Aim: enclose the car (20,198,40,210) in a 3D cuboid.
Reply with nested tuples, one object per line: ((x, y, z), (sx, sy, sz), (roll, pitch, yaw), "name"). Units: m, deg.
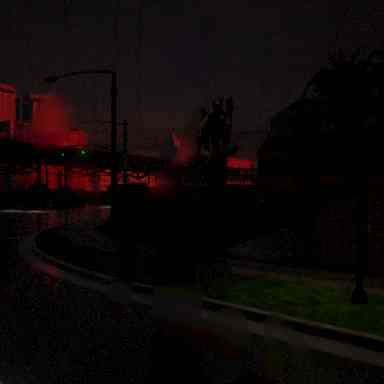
((-18.475, 1.403, 40.665), (1.812, 1.442, 4.674), (0, 1, 37), "car")

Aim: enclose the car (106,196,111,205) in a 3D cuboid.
((-9.032, 1.291, 47.362), (2.033, 1.411, 5.357), (0, 1, 37), "car")

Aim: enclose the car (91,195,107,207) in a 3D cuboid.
((-12.958, 1.260, 47.970), (2.128, 1.511, 4.902), (0, 1, 37), "car")

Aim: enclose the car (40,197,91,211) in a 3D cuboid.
((-14.908, 1.364, 39.579), (1.837, 1.490, 4.892), (0, 1, 37), "car")
